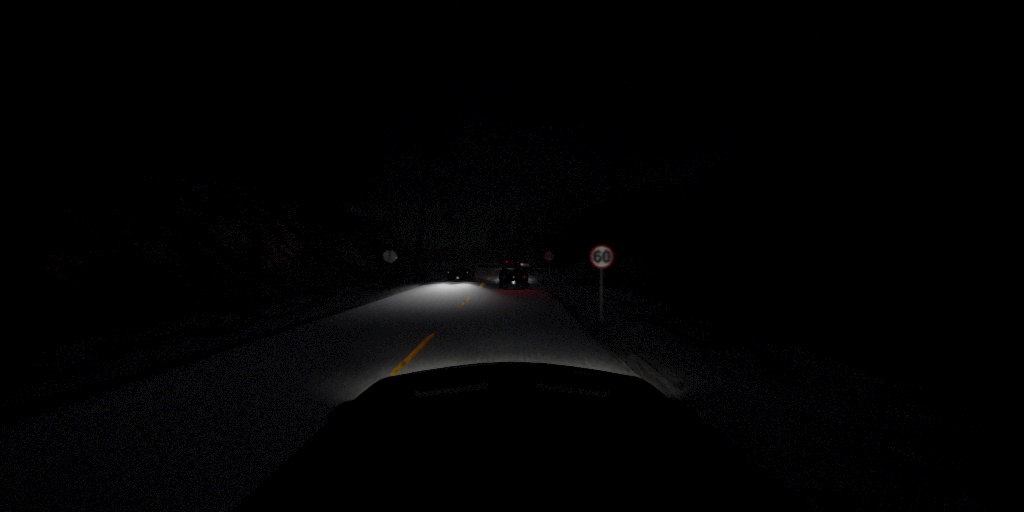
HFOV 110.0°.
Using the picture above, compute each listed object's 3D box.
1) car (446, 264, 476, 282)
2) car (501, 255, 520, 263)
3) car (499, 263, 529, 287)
[{"bbox_3d":[-4.095,1.330,29.288,1.895,1.301,4.718,0,0,0],"label":"car"},{"bbox_3d":[-0.240,0.938,49.244,2.150,2.045,5.566,0,0,-6],"label":"car"},{"bbox_3d":[0.097,1.335,24.168,1.895,1.301,4.718,0,0,0],"label":"car"}]
